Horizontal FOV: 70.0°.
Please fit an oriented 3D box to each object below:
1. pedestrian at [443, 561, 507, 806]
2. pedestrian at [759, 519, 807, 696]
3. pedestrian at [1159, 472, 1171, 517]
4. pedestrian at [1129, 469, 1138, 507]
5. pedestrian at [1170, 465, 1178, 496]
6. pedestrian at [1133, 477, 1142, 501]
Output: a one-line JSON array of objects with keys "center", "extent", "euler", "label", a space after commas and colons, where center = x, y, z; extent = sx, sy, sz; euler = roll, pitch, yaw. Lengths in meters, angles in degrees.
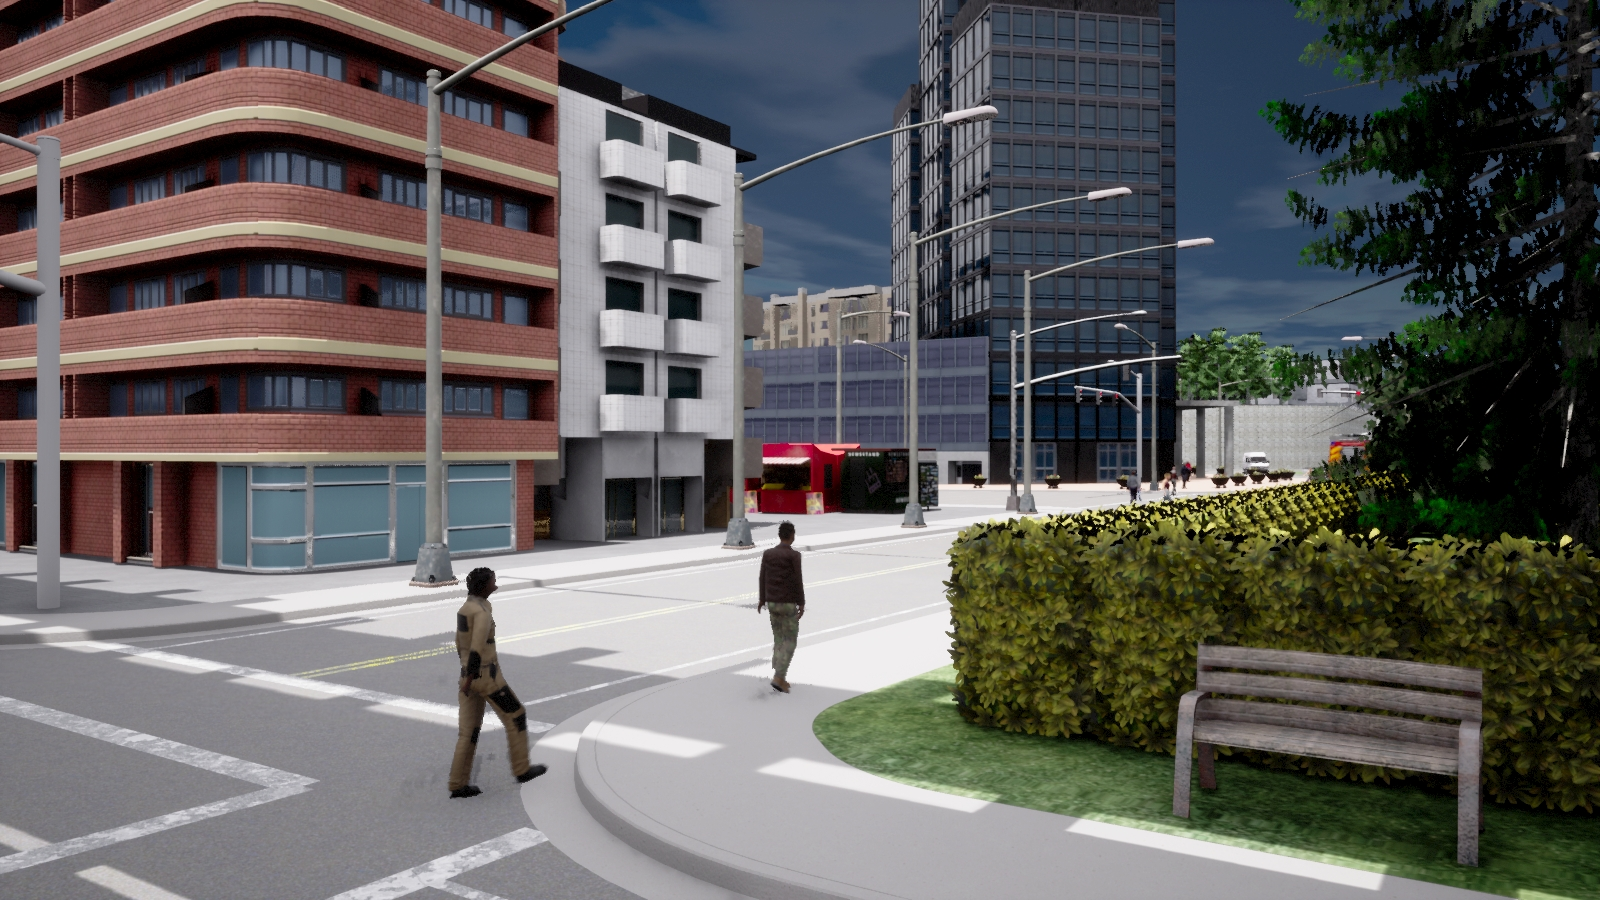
[{"center": [-2.613, 1.848, 9.177], "extent": [0.375, 1.860, 0.375], "euler": [0, 0, -41], "label": "pedestrian"}, {"center": [-0.187, 1.698, 12.491], "extent": [0.375, 1.860, 0.375], "euler": [0, 0, 34], "label": "pedestrian"}, {"center": [15.264, 1.848, 47.753], "extent": [0.375, 1.860, 0.375], "euler": [0, 0, 34], "label": "pedestrian"}, {"center": [16.617, 1.881, 56.961], "extent": [0.375, 1.860, 0.375], "euler": [0, 0, 27], "label": "pedestrian"}, {"center": [22.990, 1.886, 70.258], "extent": [0.375, 1.860, 0.375], "euler": [0, 0, 42], "label": "pedestrian"}, {"center": [18.588, 2.170, 62.904], "extent": [0.375, 1.300, 0.375], "euler": [0, 0, 35], "label": "pedestrian"}]
